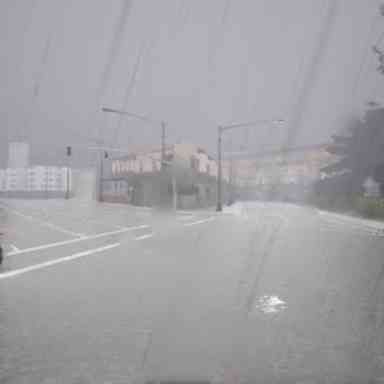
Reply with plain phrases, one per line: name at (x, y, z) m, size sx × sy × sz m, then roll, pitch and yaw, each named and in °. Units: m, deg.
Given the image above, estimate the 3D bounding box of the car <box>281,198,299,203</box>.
car at (26.764, 2.244, 91.122) m, size 1.882 × 1.535 × 5.008 m, roll 1°, pitch -1°, yaw -36°

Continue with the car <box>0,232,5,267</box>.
car at (-7.490, 1.562, 10.942) m, size 2.033 × 1.411 × 5.357 m, roll 1°, pitch 0°, yaw -36°
